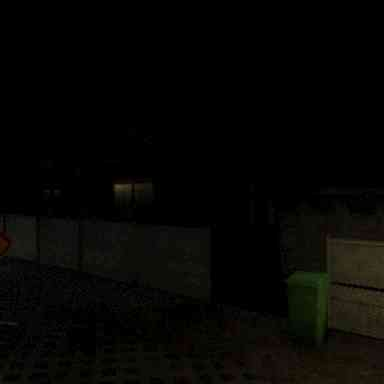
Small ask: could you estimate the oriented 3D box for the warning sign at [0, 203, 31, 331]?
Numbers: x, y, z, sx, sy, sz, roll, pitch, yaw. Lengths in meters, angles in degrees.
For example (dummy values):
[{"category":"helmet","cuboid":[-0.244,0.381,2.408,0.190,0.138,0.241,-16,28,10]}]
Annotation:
[{"category":"warning sign","cuboid":[-3.381,1.131,5.071,1.060,1.860,1.300,0,0,36]}]
